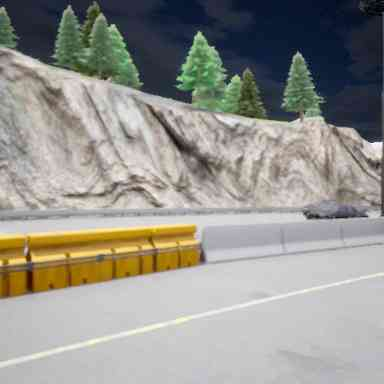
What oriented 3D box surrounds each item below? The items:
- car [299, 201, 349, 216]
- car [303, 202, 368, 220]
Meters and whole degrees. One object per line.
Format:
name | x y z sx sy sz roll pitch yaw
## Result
car | 14.135 1.717 35.643 4.902 1.511 2.128 1 0 -24
car | 11.799 1.728 26.907 5.357 1.411 2.033 1 0 -26
